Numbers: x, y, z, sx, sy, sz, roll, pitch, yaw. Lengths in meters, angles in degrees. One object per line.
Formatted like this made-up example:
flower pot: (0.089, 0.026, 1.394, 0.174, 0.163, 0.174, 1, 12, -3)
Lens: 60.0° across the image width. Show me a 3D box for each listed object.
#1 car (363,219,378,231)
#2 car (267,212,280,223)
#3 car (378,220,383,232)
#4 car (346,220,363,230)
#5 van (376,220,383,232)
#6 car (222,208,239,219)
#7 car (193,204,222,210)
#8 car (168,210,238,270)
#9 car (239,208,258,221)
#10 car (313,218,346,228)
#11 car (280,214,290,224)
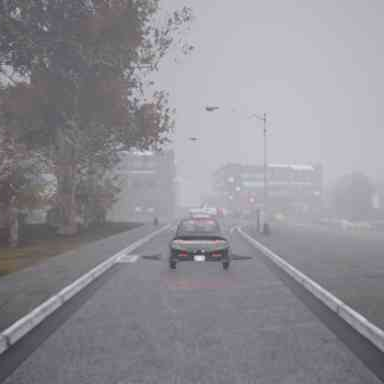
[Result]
car: (28.102, 5.608, 55.969, 1.946, 1.575, 5.366, 7, -4, -30)
car: (10.468, 3.603, 52.616, 2.435, 2.045, 5.566, 7, -5, -31)
car: (32.383, 5.480, 51.232, 5.566, 2.045, 2.150, 6, -3, -10)
car: (25.225, 5.357, 55.296, 2.002, 1.452, 4.674, 7, -4, -30)
van: (34.212, 5.968, 56.752, 1.878, 1.987, 4.442, 7, -4, -30)
car: (4.505, 3.177, 51.520, 2.185, 1.767, 4.553, 5, -4, -31)
car: (1.630, 2.880, 50.913, 2.435, 2.045, 5.566, 2, -3, -30)
car: (0.251, 1.616, 11.518, 2.128, 1.511, 4.902, 0, 0, 1)
car: (7.475, 3.431, 52.038, 2.185, 1.767, 4.553, 6, -4, -31)
car: (22.258, 5.063, 54.764, 2.002, 1.452, 4.674, 7, -4, -30)
car: (13.296, 4.146, 53.331, 1.946, 1.575, 5.366, 7, -4, -30)
